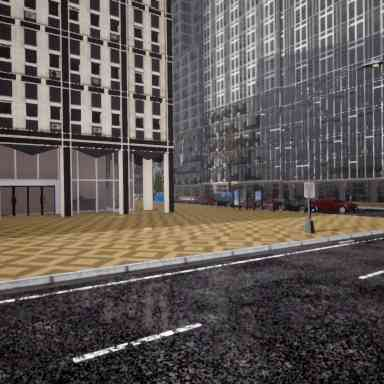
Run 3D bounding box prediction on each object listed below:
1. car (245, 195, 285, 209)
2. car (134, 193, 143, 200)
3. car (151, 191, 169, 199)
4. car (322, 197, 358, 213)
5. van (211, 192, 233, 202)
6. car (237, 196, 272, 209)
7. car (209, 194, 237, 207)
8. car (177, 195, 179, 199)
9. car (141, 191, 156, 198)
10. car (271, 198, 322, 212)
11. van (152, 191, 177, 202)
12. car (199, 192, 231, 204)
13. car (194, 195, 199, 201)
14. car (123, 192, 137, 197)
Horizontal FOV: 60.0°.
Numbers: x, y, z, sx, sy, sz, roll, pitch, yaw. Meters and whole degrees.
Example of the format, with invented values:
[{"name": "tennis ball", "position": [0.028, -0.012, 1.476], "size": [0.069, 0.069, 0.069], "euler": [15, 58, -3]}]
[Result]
[{"name": "car", "position": [9.252, 1.226, 42.573], "size": [1.882, 1.535, 5.008], "euler": [-1, 1, -34]}, {"name": "car", "position": [-11.275, 1.038, 68.199], "size": [2.008, 1.369, 4.403], "euler": [0, 1, -34]}, {"name": "car", "position": [-7.536, 0.613, 77.605], "size": [2.192, 1.841, 5.009], "euler": [0, 1, -34]}, {"name": "car", "position": [14.651, 1.314, 34.622], "size": [1.882, 1.535, 5.008], "euler": [-1, 1, -34]}, {"name": "van", "position": [5.237, 0.853, 58.798], "size": [1.690, 1.788, 3.998], "euler": [0, 1, -34]}, {"name": "car", "position": [7.792, 1.387, 39.929], "size": [1.802, 1.307, 4.206], "euler": [-1, 1, -34]}, {"name": "car", "position": [4.647, 1.318, 44.662], "size": [1.947, 1.339, 4.313], "euler": [-1, 1, -34]}, {"name": "car", "position": [-4.342, 0.934, 72.906], "size": [1.802, 1.307, 4.206], "euler": [0, 1, -34]}, {"name": "car", "position": [-10.730, 0.684, 82.307], "size": [1.967, 1.590, 4.097], "euler": [0, 1, -34]}, {"name": "car", "position": [10.972, 1.422, 35.215], "size": [1.947, 1.339, 4.313], "euler": [-1, 1, -34]}, {"name": "van", "position": [-4.888, 0.935, 58.793], "size": [1.690, 1.788, 3.998], "euler": [0, 1, -34]}, {"name": "car", "position": [3.599, 1.009, 50.879], "size": [2.097, 1.767, 4.553], "euler": [-1, 1, -35]}, {"name": "car", "position": [2.045, 1.041, 63.503], "size": [1.802, 1.307, 4.206], "euler": [0, 1, -34]}, {"name": "car", "position": [-17.116, 0.686, 91.712], "size": [2.008, 1.369, 4.403], "euler": [0, 1, -34]}]
